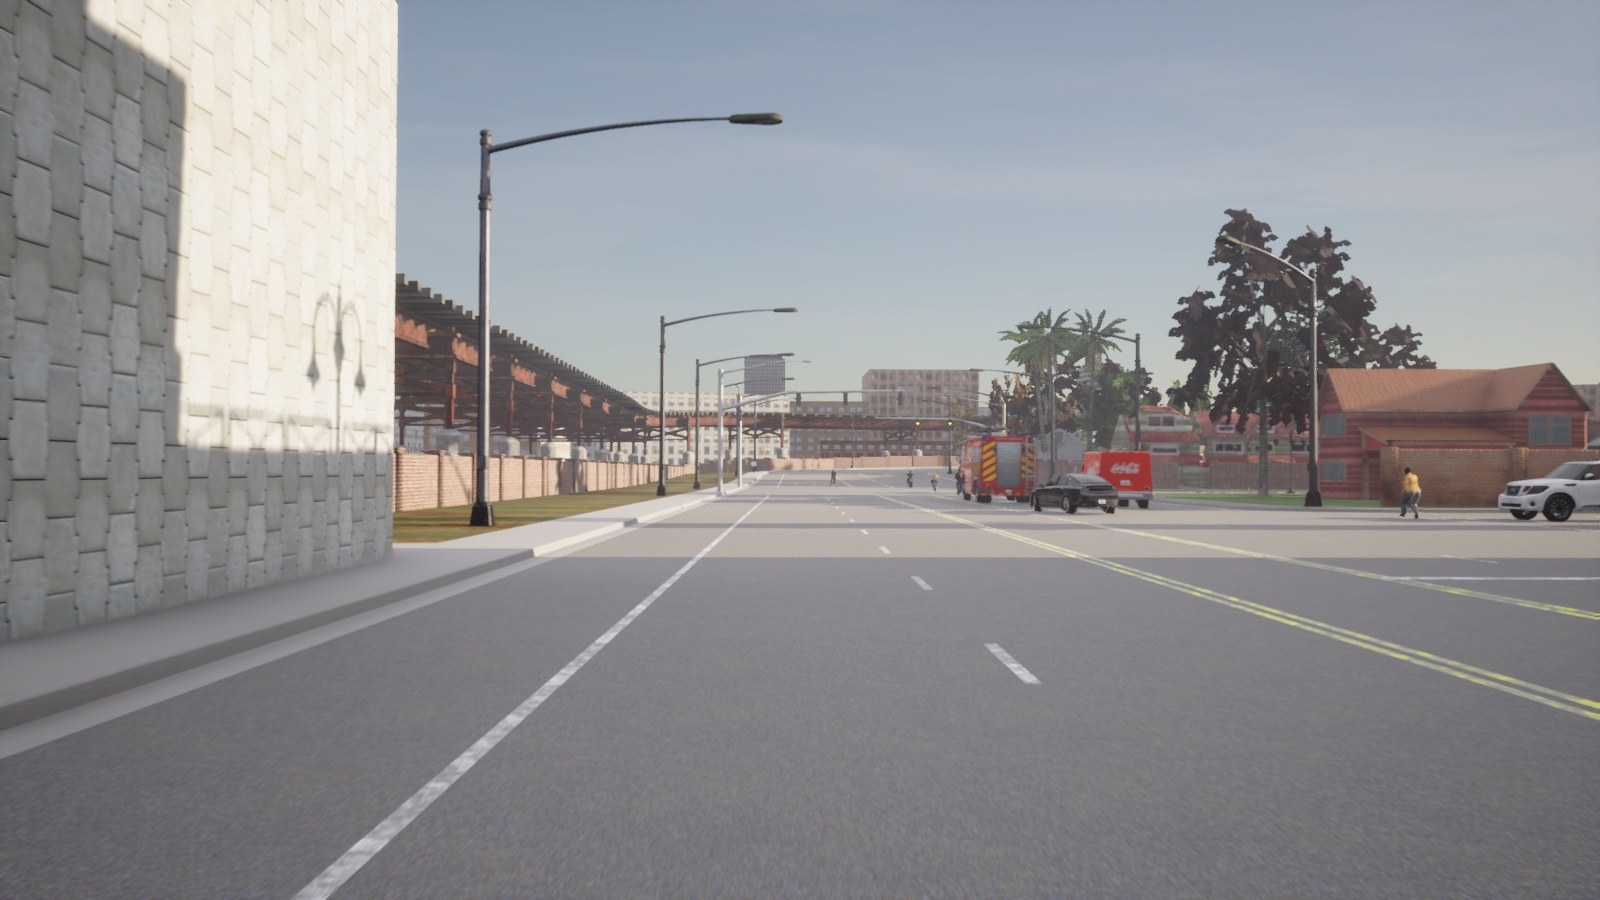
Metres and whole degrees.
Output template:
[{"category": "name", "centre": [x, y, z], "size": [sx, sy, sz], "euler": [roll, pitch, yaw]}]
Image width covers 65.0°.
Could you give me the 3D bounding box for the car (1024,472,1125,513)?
[{"category": "car", "centre": [10.490, 1.589, 48.447], "size": [1.837, 1.490, 4.892], "euler": [-1, -1, -13]}]

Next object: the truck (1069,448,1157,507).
[{"category": "truck", "centre": [13.816, 1.207, 55.837], "size": [2.627, 2.467, 5.204], "euler": [0, -1, 1]}]

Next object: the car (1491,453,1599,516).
[{"category": "car", "centre": [26.391, 1.128, 41.827], "size": [5.566, 2.045, 2.150], "euler": [0, -1, -1]}]

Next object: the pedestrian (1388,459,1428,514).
[{"category": "pedestrian", "centre": [20.971, 1.255, 43.324], "size": [0.874, 1.855, 0.900], "euler": [0, -1, -9]}]

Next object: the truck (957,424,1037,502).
[{"category": "truck", "centre": [10.324, 0.723, 66.559], "size": [2.891, 3.827, 8.468], "euler": [0, -1, 0]}]
